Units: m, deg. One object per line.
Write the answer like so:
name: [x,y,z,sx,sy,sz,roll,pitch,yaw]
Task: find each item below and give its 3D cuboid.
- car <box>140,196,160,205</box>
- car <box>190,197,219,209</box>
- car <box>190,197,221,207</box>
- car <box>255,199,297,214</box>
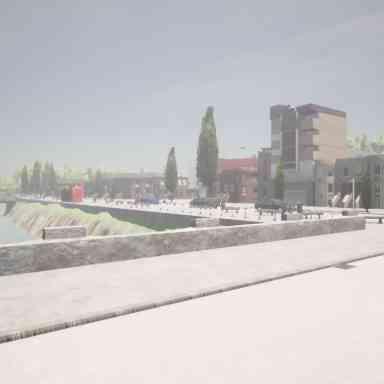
car: [-7.414,1.478,58.636,1.882,1.535,5.008,0,0,-35]
car: [1.662,1.503,45.834,1.837,1.490,4.892,0,1,-36]
car: [2.053,1.547,52.484,2.033,1.411,5.357,0,0,-36]
car: [8.905,1.505,35.724,1.837,1.490,4.892,0,0,-36]
